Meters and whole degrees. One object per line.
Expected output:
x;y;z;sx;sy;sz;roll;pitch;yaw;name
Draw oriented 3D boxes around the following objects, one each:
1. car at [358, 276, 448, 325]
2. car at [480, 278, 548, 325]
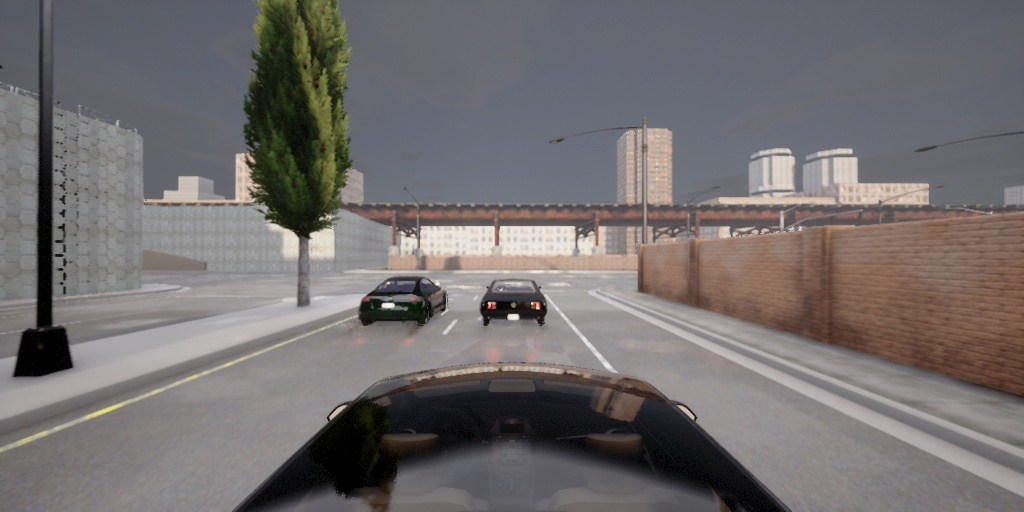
-3.441;1.356;12.025;1.994;1.385;4.181;0;0;0;car
0.058;1.392;12.028;1.895;1.301;4.718;0;0;0;car
